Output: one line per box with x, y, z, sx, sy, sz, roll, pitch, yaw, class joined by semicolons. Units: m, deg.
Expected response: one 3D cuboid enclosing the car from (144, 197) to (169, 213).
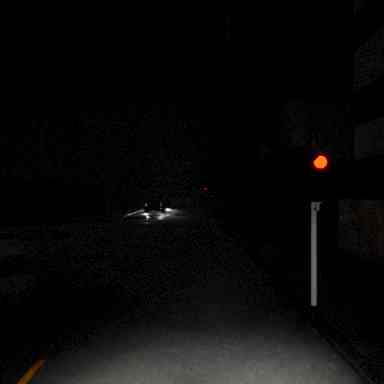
-4.107;1.352;37.633;2.097;1.767;4.553;0;0;0;car

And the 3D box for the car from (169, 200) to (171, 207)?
-4.090;1.601;47.695;1.895;1.301;4.718;0;0;0;car
